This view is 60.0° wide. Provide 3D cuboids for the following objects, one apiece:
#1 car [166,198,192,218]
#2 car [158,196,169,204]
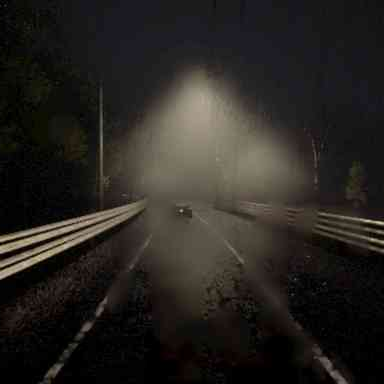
[{"bbox_3d":[-1.089,1.558,30.416,1.994,1.385,4.181,0,0,-5],"label":"car"},{"bbox_3d":[-5.219,1.488,63.033,1.837,1.490,4.892,0,0,-10],"label":"car"}]
